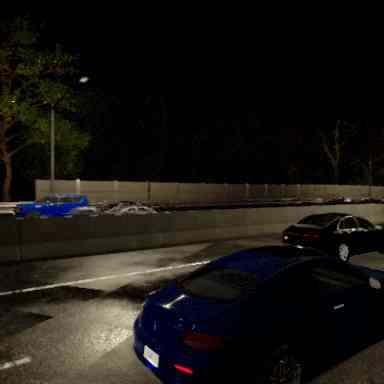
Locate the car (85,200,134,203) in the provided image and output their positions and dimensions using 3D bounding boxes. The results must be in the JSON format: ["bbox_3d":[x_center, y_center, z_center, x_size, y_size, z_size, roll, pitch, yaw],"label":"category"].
[{"bbox_3d":[-5.455,1.504,25.890,4.892,1.490,1.837,-1,1,-35],"label":"car"}]

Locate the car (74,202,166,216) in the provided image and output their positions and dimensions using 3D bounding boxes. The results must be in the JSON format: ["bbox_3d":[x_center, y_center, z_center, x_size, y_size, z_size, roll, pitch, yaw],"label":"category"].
[{"bbox_3d":[-3.663,1.493,18.574,4.902,1.511,2.128,0,0,-35],"label":"car"}]

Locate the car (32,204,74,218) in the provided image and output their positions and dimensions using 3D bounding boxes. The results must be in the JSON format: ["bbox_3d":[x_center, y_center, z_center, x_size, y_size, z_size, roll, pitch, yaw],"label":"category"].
[{"bbox_3d":[-6.955,1.602,20.527,4.718,1.301,1.895,0,0,-35],"label":"car"}]

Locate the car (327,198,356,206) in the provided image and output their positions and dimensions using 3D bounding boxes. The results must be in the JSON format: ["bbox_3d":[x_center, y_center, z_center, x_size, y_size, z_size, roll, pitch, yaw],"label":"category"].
[{"bbox_3d":[22.573,1.585,50.126,5.357,1.411,2.033,0,0,-35],"label":"car"}]

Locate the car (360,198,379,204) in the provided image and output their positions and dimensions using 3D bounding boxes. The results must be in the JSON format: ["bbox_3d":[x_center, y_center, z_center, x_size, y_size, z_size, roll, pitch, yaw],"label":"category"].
[{"bbox_3d":[26.376,1.604,48.543,4.181,1.385,1.994,0,0,-35],"label":"car"}]

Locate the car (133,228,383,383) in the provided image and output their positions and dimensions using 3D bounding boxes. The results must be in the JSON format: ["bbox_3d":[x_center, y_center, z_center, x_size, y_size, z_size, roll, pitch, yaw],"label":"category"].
[{"bbox_3d":[1.454,1.526,4.786,4.674,1.442,1.812,0,0,-35],"label":"car"}]

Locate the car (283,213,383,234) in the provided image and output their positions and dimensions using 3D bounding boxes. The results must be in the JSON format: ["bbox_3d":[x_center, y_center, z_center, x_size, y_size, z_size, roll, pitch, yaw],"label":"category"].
[{"bbox_3d":[5.270,1.507,11.803,4.892,1.490,1.837,0,0,-35],"label":"car"}]

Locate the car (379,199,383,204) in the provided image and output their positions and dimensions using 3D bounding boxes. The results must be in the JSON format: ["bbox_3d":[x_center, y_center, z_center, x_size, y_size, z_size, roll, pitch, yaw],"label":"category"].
[{"bbox_3d":[28.083,1.392,45.467,4.553,1.767,2.097,0,0,-35],"label":"car"}]

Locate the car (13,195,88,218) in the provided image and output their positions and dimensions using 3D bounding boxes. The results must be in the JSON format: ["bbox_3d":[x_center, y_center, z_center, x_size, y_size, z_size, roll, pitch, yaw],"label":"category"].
[{"bbox_3d":[-10.642,1.224,25.716,5.566,2.045,2.150,0,0,-38],"label":"car"}]
